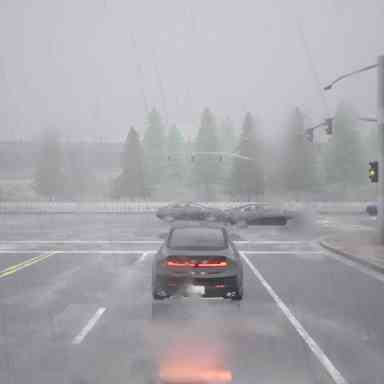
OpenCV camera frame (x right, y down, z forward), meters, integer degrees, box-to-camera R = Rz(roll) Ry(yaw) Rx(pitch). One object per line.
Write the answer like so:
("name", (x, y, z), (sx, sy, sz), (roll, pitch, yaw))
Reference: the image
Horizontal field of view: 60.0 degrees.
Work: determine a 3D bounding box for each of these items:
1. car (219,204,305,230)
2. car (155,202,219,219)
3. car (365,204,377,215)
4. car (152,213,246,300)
("car", (4.318, 1.463, 20.157), (4.902, 1.511, 2.128), (0, 0, 0))
("car", (-0.152, 1.458, 23.689), (4.902, 1.511, 2.128), (0, 0, 0))
("car", (18.739, 1.422, 30.740), (5.008, 1.535, 1.882), (0, 0, 1))
("car", (0.173, 1.505, 8.368), (1.837, 1.490, 4.892), (0, 0, 2))
